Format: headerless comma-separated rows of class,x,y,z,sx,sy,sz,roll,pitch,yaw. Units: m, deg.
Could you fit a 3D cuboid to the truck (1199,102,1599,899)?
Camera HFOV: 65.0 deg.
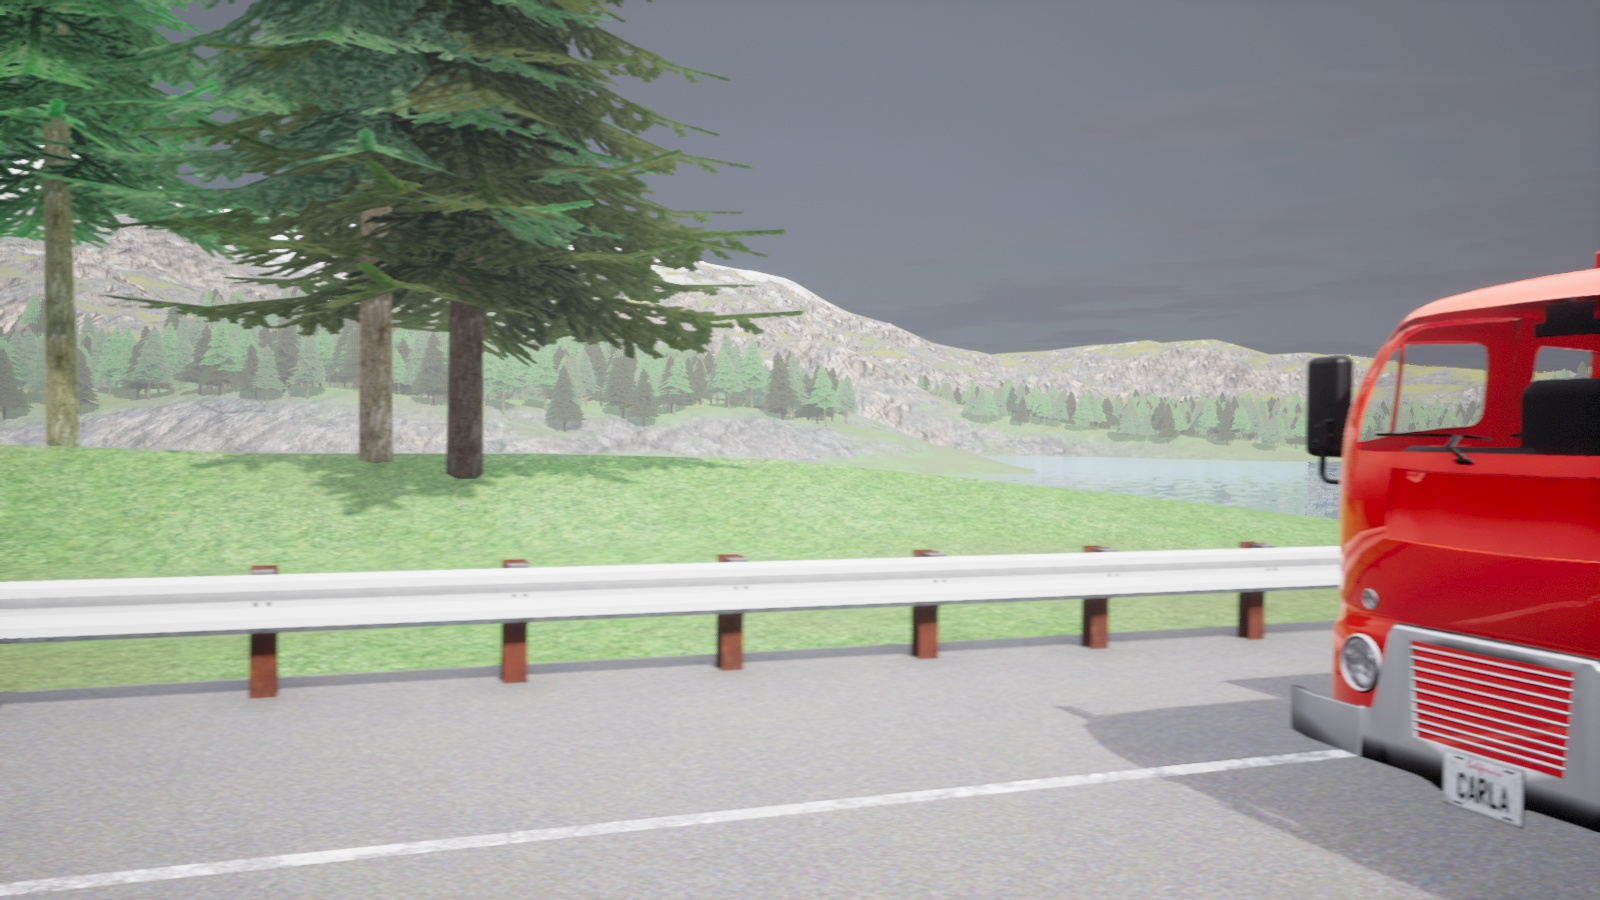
truck,4.578,0.193,4.972,5.204,2.467,2.627,-1,1,-21
